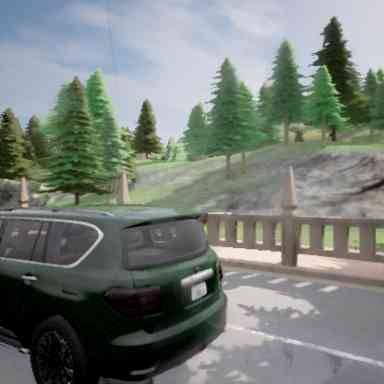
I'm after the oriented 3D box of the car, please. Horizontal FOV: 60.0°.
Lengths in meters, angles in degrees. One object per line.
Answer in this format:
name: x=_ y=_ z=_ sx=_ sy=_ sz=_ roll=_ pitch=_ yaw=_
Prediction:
car: x=-2.171 y=1.222 z=5.223 sx=5.566 sy=2.045 sz=2.150 roll=0 pitch=0 yaw=33
